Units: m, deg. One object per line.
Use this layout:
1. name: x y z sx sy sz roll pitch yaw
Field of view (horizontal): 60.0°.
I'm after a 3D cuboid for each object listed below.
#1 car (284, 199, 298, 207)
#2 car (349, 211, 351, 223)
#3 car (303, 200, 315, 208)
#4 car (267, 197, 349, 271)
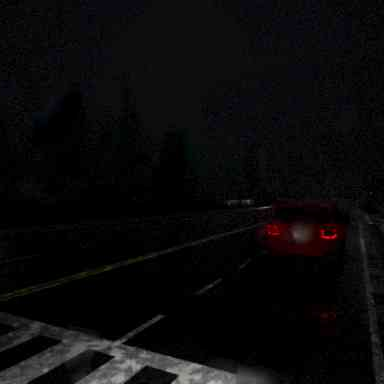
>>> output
1. car: 20.372 2.259 68.375 1.882 1.535 5.008 1 0 26
2. car: 11.037 1.847 25.625 1.837 1.490 4.892 0 0 27
3. car: 23.511 2.336 66.827 1.812 1.442 4.674 1 0 26
4. car: 4.258 1.363 11.938 2.150 2.045 5.566 1 0 26
